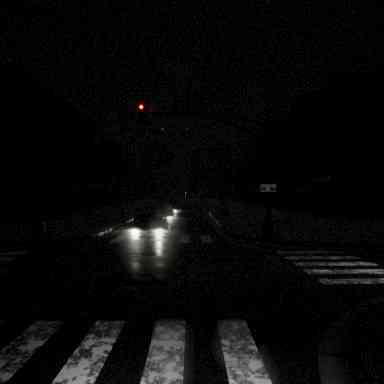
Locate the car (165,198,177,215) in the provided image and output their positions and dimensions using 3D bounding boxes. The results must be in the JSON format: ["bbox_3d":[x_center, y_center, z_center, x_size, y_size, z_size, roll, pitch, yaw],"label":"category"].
[{"bbox_3d":[-2.931,1.498,34.226,1.882,1.535,5.008,0,0,0],"label":"car"}]

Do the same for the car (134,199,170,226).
[{"bbox_3d":[-2.912,1.491,23.982,1.882,1.535,5.008,0,0,0],"label":"car"}]
